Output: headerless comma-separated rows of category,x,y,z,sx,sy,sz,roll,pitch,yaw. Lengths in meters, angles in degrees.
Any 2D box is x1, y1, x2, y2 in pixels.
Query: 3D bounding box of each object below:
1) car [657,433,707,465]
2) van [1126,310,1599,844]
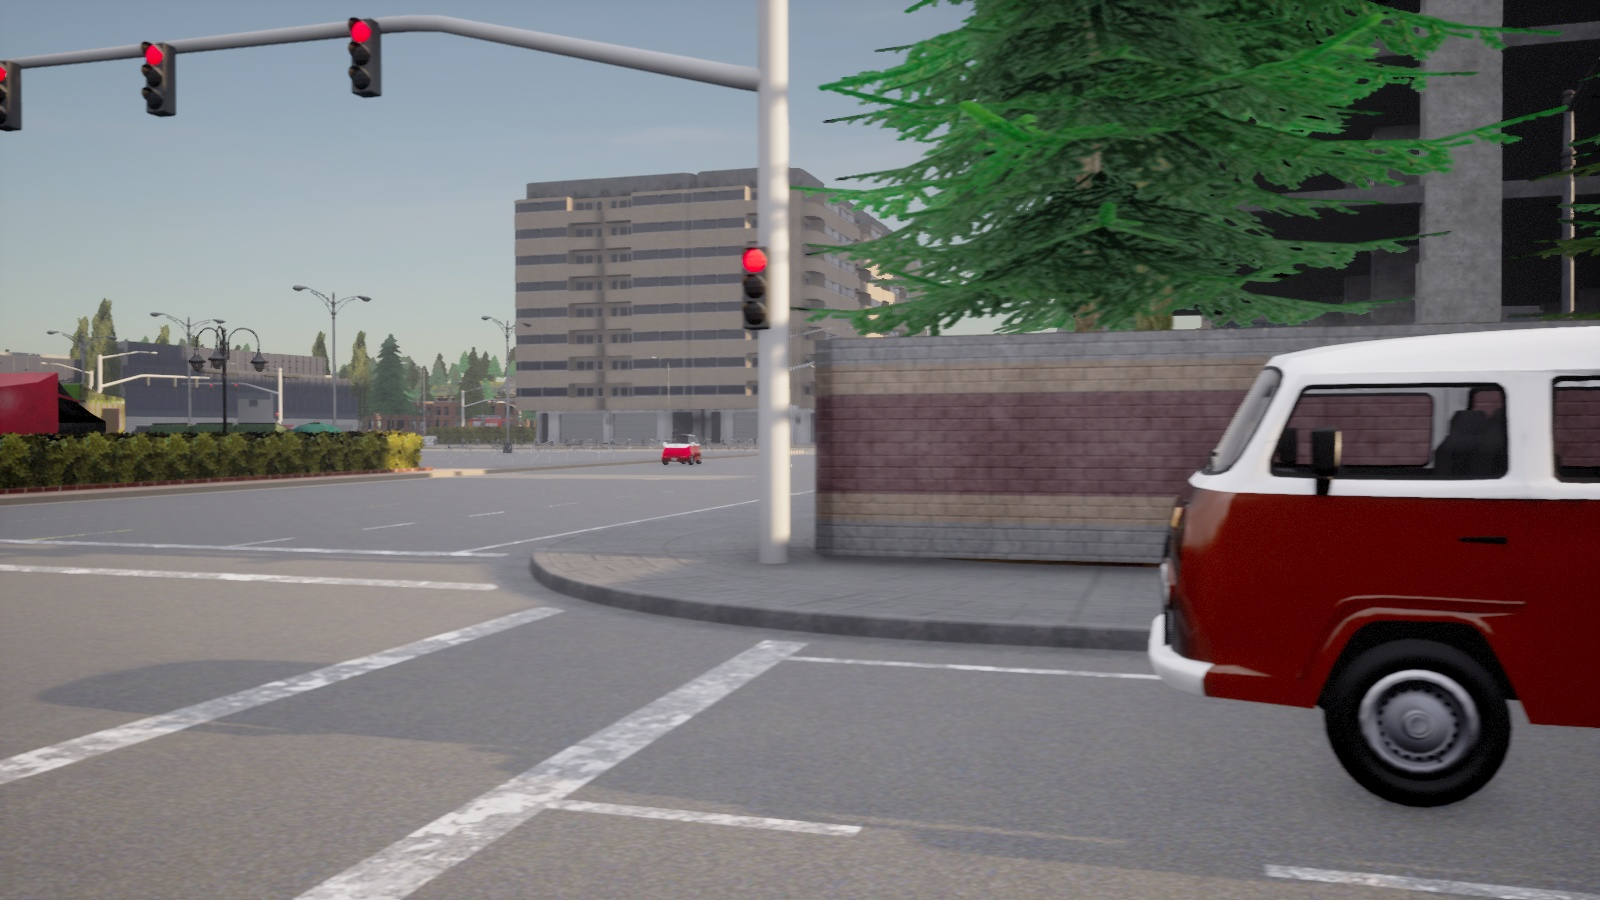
car,-5.209,-0.069,55.724,1.481,1.376,2.207,0,1,17
van,3.826,0.477,5.624,4.480,2.038,2.069,0,1,17
